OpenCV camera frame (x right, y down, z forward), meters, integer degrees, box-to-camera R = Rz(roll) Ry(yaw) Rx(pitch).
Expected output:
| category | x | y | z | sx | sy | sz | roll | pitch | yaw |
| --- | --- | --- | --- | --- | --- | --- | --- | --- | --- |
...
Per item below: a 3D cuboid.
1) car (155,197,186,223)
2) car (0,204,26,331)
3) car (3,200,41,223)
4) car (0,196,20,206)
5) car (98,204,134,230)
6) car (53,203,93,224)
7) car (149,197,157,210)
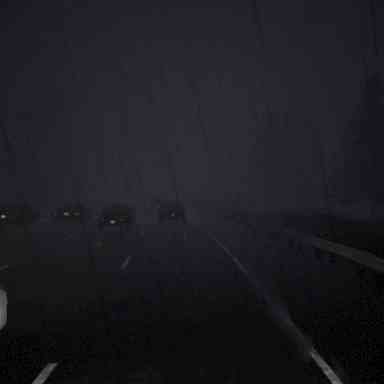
| category | x | y | z | sx | sy | sz | roll | pitch | yaw |
| --- | --- | --- | --- | --- | --- | --- | --- | --- | --- |
| car | -1.590 | 1.394 | 24.823 | 1.882 | 1.535 | 5.008 | 0 | 0 | -7 |
| car | -3.502 | 1.217 | 2.091 | 2.150 | 2.045 | 5.566 | 0 | 0 | -1 |
| car | -11.895 | 1.498 | 22.658 | 1.994 | 1.385 | 4.181 | 0 | 0 | -7 |
| car | -28.691 | 1.375 | 52.490 | 1.812 | 1.442 | 4.674 | 0 | 0 | -15 |
| car | -4.621 | 1.459 | 20.646 | 1.812 | 1.442 | 4.674 | 0 | 0 | -6 |
| car | -8.509 | 1.473 | 24.106 | 2.033 | 1.411 | 5.357 | 0 | 0 | -7 |
| car | -4.256 | 1.340 | 41.239 | 1.882 | 1.535 | 5.008 | 0 | 0 | -11 |
